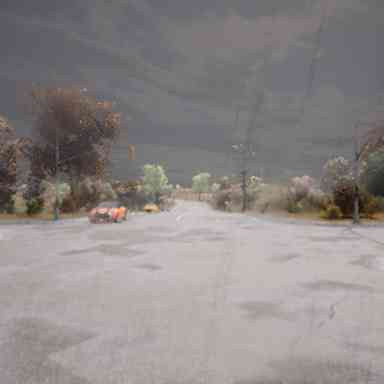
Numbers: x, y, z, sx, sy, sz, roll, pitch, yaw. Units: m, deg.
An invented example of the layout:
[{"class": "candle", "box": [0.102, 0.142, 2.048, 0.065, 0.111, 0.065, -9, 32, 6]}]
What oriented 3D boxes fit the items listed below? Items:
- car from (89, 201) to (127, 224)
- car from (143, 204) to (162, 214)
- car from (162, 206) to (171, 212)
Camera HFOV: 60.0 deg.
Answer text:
[{"class": "car", "box": [-6.593, 1.490, 26.521, 2.097, 1.767, 4.553, 0, -1, 1]}, {"class": "car", "box": [-6.265, 2.545, 50.887, 1.882, 1.535, 5.008, 0, -3, 1]}, {"class": "car", "box": [-5.915, 3.901, 76.853, 2.128, 1.511, 4.902, 0, -3, 1]}]
